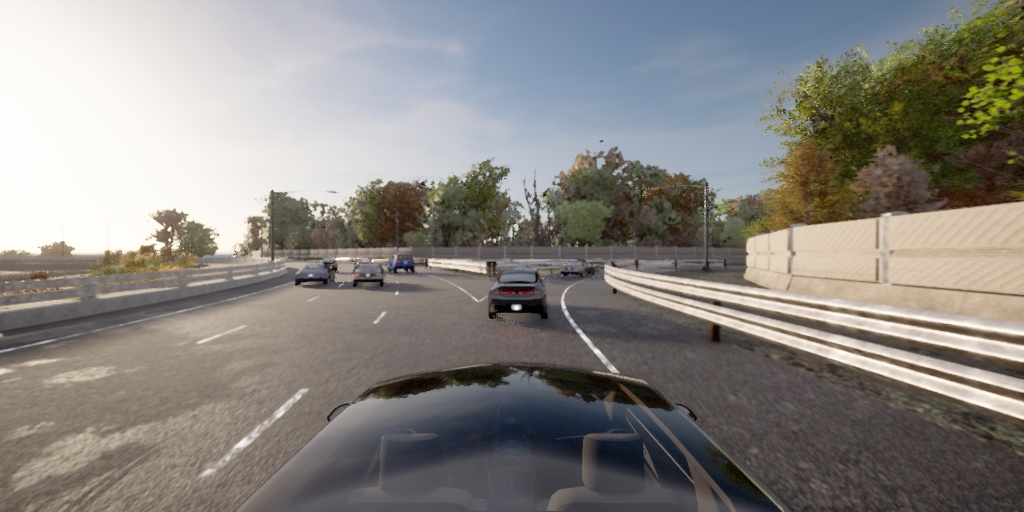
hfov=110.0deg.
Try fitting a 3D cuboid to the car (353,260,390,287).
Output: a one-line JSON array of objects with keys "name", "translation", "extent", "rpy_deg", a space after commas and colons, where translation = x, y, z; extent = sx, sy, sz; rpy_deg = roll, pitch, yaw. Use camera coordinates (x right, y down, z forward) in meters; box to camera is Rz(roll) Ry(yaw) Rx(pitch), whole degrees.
[{"name": "car", "translation": [-9.396, 1.187, 23.814], "extent": [2.033, 1.411, 5.357], "rpy_deg": [0, 0, -18]}]

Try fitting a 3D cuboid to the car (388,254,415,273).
[{"name": "car", "translation": [-12.152, 0.785, 39.227], "extent": [2.150, 2.045, 5.566], "rpy_deg": [0, 0, -27]}]

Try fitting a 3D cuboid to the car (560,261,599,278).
[{"name": "car", "translation": [6.172, 1.142, 32.412], "extent": [2.033, 1.411, 5.357], "rpy_deg": [0, 0, 32]}]

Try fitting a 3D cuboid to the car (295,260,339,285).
[{"name": "car", "translation": [-13.494, 1.199, 24.755], "extent": [1.994, 1.385, 4.181], "rpy_deg": [0, 0, -19]}]

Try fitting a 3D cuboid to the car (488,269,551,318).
[{"name": "car", "translation": [0.292, 1.200, 12.687], "extent": [1.837, 1.490, 4.892], "rpy_deg": [0, 0, 4]}]
